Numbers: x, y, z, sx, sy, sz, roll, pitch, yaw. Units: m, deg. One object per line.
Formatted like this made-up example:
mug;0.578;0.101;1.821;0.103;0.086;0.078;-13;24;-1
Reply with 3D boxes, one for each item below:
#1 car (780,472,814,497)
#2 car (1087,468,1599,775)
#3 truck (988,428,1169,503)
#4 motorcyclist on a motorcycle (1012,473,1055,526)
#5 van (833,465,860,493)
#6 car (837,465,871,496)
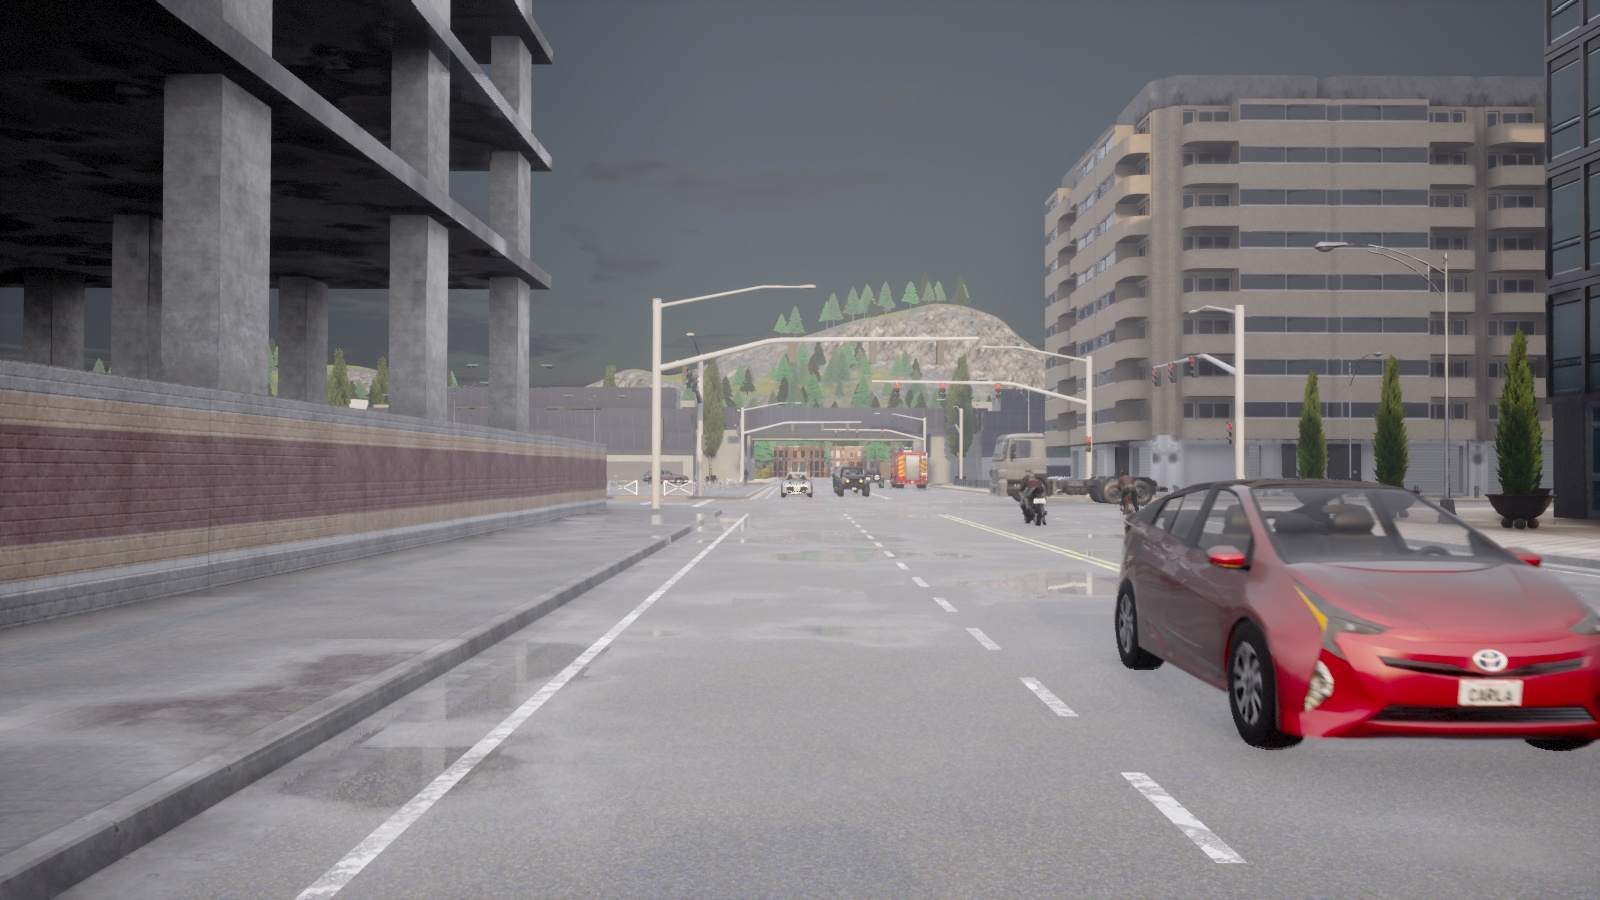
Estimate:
car;-0.174;2.047;75.606;1.970;1.475;3.806;0;-1;0
car;3.480;0.891;8.536;2.007;1.525;4.514;0;-1;0
truck;13.176;0.748;59.923;7.936;3.462;2.891;0;-1;-1
motorcyclist on a motorcycle;6.914;1.446;37.270;0.866;1.530;2.191;0;-1;0
van;3.292;2.051;89.369;1.775;1.987;4.442;0;-1;0
car;3.317;1.907;78.188;1.905;1.878;3.866;0;-1;0
